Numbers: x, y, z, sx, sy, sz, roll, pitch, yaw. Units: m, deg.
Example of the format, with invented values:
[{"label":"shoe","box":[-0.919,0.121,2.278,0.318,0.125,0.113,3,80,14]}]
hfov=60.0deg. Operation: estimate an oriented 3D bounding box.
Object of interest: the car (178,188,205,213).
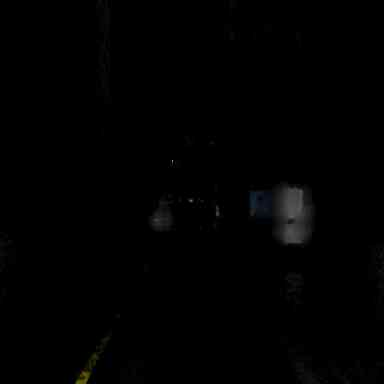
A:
[{"label":"car","box":[-0.086,0.734,29.203,2.150,2.045,5.566,0,1,0]}]

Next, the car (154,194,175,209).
[{"label":"car","box":[-2.745,0.921,33.955,2.128,1.511,4.902,0,1,0]}]

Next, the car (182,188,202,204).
[{"label":"car","box":[0.069,0.457,44.975,2.150,2.045,5.566,0,0,6]}]

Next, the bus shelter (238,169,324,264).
[{"label":"bus shelter","box":[2.818,0.682,11.494,1.920,2.740,3.880,0,1,0]}]

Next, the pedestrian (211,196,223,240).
[{"label":"pedestrian","box":[1.071,1.061,13.750,0.375,1.860,0.375,0,1,-10]}]
